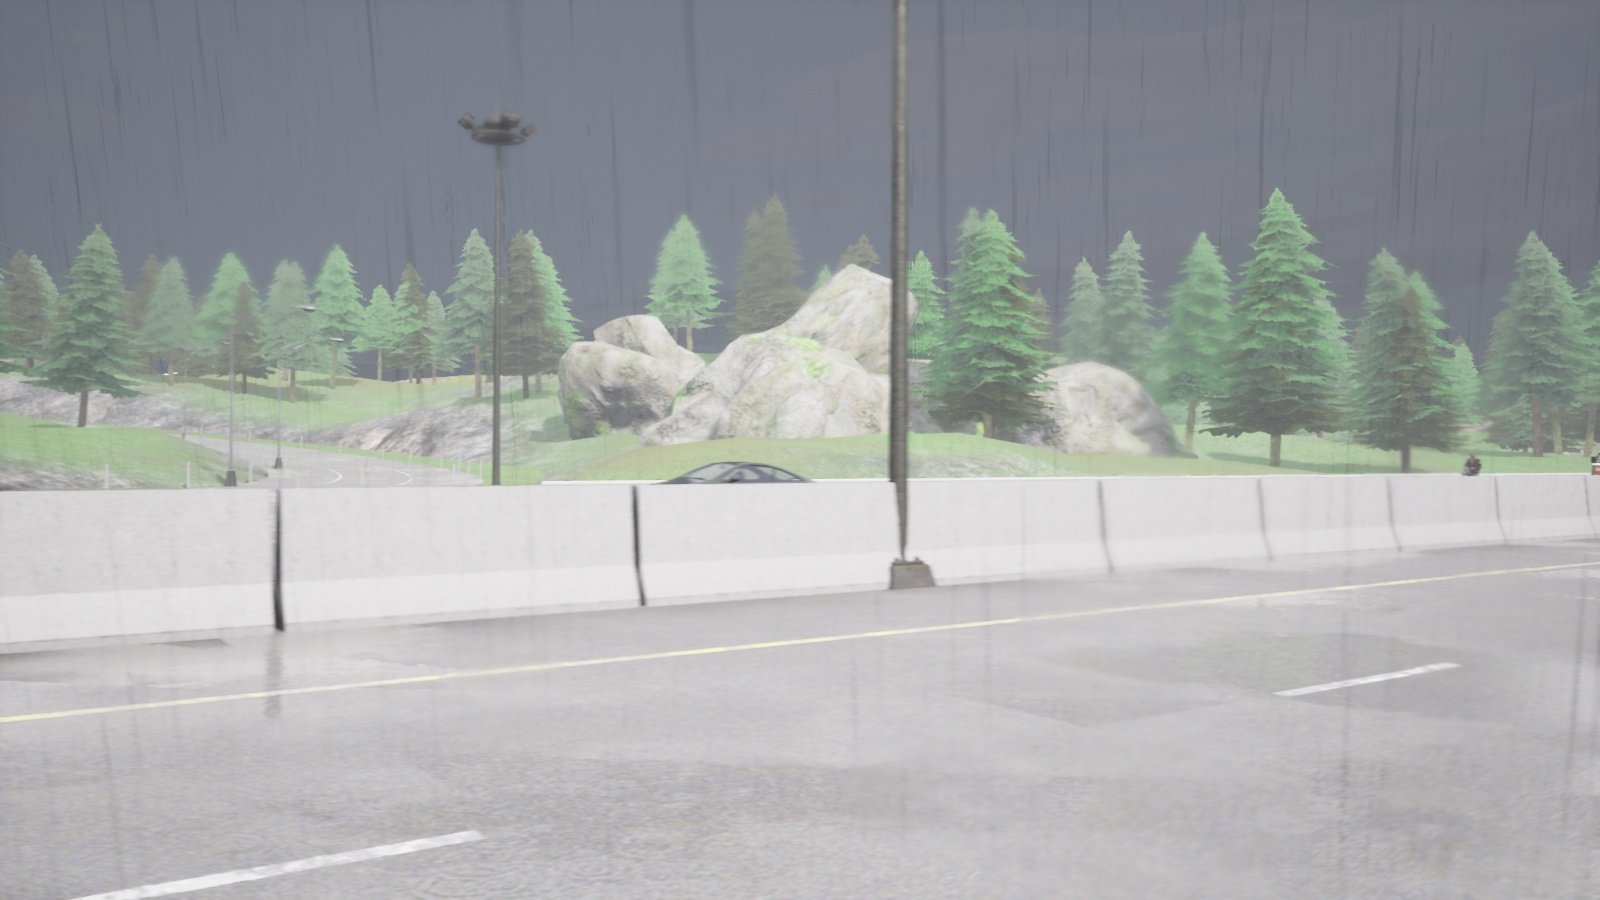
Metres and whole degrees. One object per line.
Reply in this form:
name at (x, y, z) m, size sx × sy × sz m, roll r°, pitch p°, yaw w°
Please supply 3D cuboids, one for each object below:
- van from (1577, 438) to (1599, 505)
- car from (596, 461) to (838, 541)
van at (26.328, 0.653, 39.037) m, size 4.480 × 2.038 × 2.069 m, roll 0°, pitch 0°, yaw -35°
car at (-1.540, 0.911, 23.906) m, size 4.181 × 1.385 × 1.994 m, roll 0°, pitch 0°, yaw -35°
